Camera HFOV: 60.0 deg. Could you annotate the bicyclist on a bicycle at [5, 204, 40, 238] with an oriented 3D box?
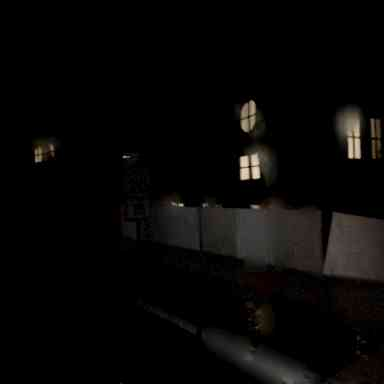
[{"bbox_3d":[-8.566,1.447,16.814,1.656,1.620,0.582,-2,1,-45],"label":"bicyclist on a bicycle"}]
